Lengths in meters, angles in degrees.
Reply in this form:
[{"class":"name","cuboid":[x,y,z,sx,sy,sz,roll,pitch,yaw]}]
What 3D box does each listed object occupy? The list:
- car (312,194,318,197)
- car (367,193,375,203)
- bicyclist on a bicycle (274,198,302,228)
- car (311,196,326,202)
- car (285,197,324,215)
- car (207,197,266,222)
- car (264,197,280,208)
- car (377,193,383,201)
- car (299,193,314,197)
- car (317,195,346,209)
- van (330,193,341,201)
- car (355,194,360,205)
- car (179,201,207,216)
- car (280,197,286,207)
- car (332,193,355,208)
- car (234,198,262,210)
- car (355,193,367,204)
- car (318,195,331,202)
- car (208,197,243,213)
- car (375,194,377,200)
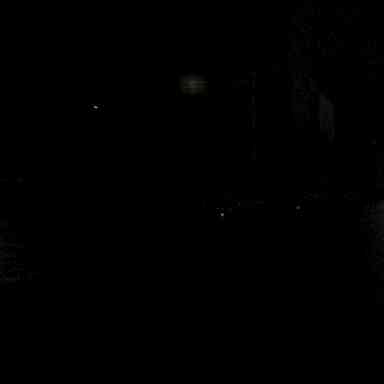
[{"class":"car","cuboid":[19.438,1.365,48.633,1.812,1.442,4.674,-1,0,34]},{"class":"car","cuboid":[33.180,1.100,63.983,2.192,1.841,5.009,0,0,35]},{"class":"bicyclist on a bicycle","cuboid":[5.263,1.177,18.418,1.656,1.620,0.582,-1,0,35]},{"class":"car","cuboid":[26.177,1.419,68.840,1.947,1.339,4.313,0,0,35]},{"class":"car","cuboid":[10.726,1.425,31.520,1.947,1.339,4.313,0,0,35]},{"class":"car","cuboid":[3.542,1.397,25.652,2.128,1.511,4.902,-1,0,35]},{"class":"car","cuboid":[10.037,1.427,45.509,1.752,1.417,4.829,0,0,35]},{"class":"car","cuboid":[42.804,1.360,77.893,1.802,1.307,4.206,-1,0,35]},{"class":"car","cuboid":[19.759,1.416,59.564,1.887,1.381,4.507,0,0,35]},{"class":"car","cuboid":[17.141,1.378,40.795,1.887,1.381,4.507,0,0,35]},{"class":"van","cuboid":[35.799,1.187,82.755,1.690,1.788,3.998,-1,0,35]},{"class":"car","cuboid":[23.557,1.379,50.069,1.947,1.339,4.313,0,0,35]},{"class":"car","cuboid":[0.510,1.525,31.736,1.802,1.307,4.206,0,0,35]},{"class":"car","cuboid":[13.342,1.456,50.288,1.947,1.339,4.313,0,0,35]},{"class":"car","cuboid":[20.348,1.137,45.433,2.192,1.841,5.009,0,0,35]},{"class":"car","cuboid":[6.926,1.495,41.012,1.802,1.307,4.206,0,0,35]},{"class":"car","cuboid":[26.764,1.119,54.707,2.192,1.841,5.009,0,0,35]},{"class":"car","cuboid":[29.384,1.428,73.477,1.802,1.307,4.206,0,0,35]},{"class":"car","cuboid":[3.716,1.367,36.374,1.967,1.590,4.097,0,0,35]},{"class":"car","cuboid":[36.485,1.303,68.759,1.752,1.417,4.829,-1,0,35]}]
